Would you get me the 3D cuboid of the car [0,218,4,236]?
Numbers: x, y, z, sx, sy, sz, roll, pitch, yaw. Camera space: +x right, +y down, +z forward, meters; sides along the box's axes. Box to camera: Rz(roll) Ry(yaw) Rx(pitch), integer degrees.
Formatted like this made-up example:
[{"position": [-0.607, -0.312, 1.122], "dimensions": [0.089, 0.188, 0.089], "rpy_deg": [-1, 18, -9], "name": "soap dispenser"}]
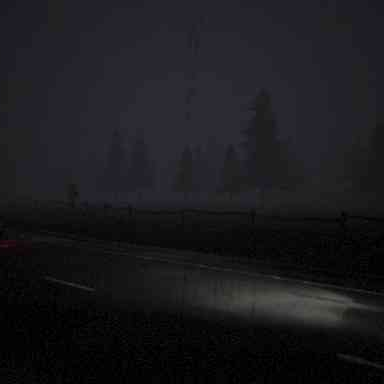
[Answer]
[{"position": [-11.318, 1.539, 17.030], "dimensions": [4.674, 1.442, 1.812], "rpy_deg": [0, 0, 39], "name": "car"}]
